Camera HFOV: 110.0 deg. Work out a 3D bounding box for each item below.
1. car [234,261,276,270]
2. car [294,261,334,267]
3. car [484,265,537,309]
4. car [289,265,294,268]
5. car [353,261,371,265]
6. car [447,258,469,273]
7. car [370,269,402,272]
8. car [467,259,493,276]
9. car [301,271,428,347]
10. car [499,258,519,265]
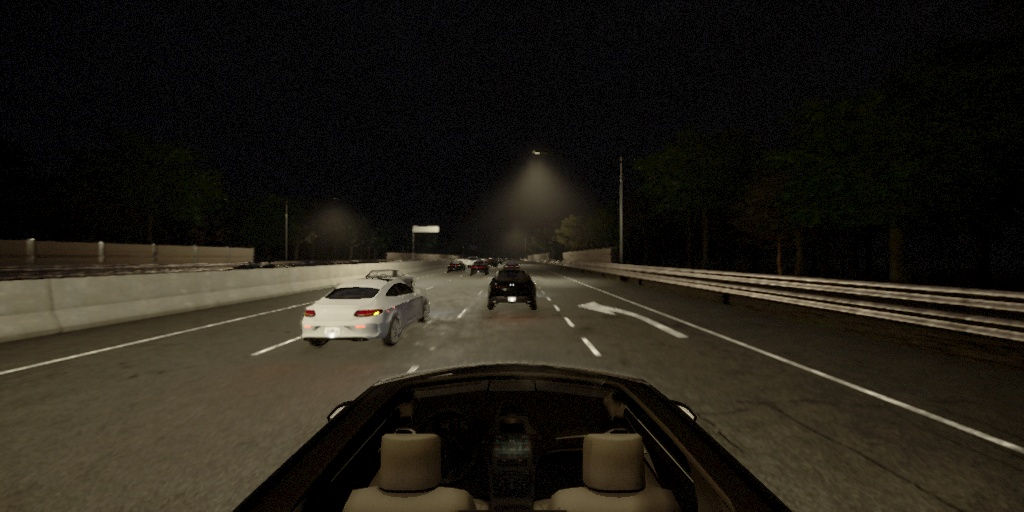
[{"bbox_3d":[-28.086,1.347,39.258,2.128,1.511,4.902,0,0,0],"label":"car"},{"bbox_3d":[-21.089,1.332,39.244,1.882,1.535,5.008,0,0,0],"label":"car"},{"bbox_3d":[0.000,1.290,15.218,1.837,1.490,4.892,0,0,0],"label":"car"},{"bbox_3d":[-24.581,1.357,42.842,2.128,1.511,4.902,0,0,0],"label":"car"},{"bbox_3d":[-17.587,1.366,41.482,1.837,1.490,4.892,0,0,0],"label":"car"},{"bbox_3d":[-7.014,1.365,45.855,2.128,1.511,4.902,0,0,0],"label":"car"},{"bbox_3d":[-7.002,1.399,20.373,1.895,1.301,4.718,0,0,0],"label":"car"},{"bbox_3d":[-3.511,1.361,39.879,1.837,1.490,4.892,0,0,0],"label":"car"},{"bbox_3d":[-3.499,1.294,9.287,1.812,1.442,4.674,0,0,0],"label":"car"},{"bbox_3d":[-0.013,1.348,40.710,2.128,1.511,4.902,0,0,0],"label":"car"}]
